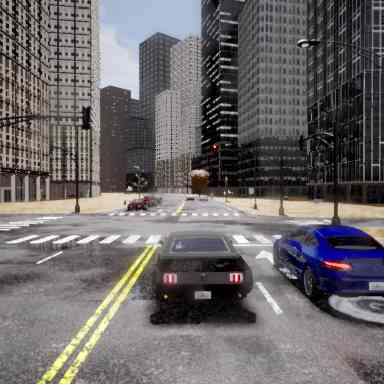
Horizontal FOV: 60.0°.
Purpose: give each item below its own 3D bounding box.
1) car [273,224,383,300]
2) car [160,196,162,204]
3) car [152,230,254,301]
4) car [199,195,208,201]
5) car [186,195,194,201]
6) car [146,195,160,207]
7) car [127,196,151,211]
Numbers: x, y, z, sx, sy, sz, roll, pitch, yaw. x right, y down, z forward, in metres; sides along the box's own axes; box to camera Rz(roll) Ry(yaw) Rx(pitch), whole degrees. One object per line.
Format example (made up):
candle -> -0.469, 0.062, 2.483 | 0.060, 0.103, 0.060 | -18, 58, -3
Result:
car -> 3.349, 1.523, 8.272 | 1.812, 1.442, 4.674 | 0, 0, 1
car -> -6.540, 1.416, 60.902 | 2.128, 1.511, 4.902 | 0, 0, 0
car -> 0.106, 1.598, 8.302 | 1.895, 1.301, 4.718 | 0, 0, -3
car -> 2.772, 1.397, 80.574 | 1.812, 1.442, 4.674 | 0, 0, -4
car -> -0.477, 1.469, 80.459 | 1.895, 1.301, 4.718 | 0, 0, -4
car -> -6.551, 1.299, 50.611 | 2.097, 1.767, 4.553 | 0, 0, 0
car -> -6.561, 1.530, 40.362 | 1.994, 1.385, 4.181 | 0, 0, 0
